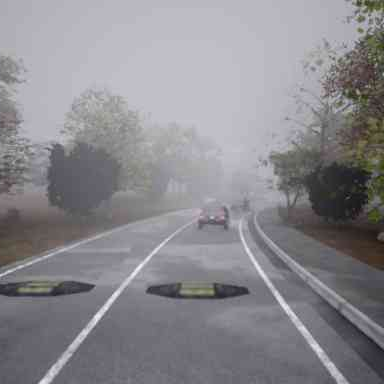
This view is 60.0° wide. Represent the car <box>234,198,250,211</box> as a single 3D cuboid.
[{"bbox_3d":[6.276,1.506,42.367,2.128,1.511,4.902,2,0,17],"label":"car"}]

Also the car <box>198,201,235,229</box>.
[{"bbox_3d":[1.532,1.530,21.748,2.033,1.411,5.357,1,0,8],"label":"car"}]

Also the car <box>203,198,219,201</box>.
[{"bbox_3d":[2.434,1.445,42.459,1.812,1.442,4.674,1,0,17],"label":"car"}]
